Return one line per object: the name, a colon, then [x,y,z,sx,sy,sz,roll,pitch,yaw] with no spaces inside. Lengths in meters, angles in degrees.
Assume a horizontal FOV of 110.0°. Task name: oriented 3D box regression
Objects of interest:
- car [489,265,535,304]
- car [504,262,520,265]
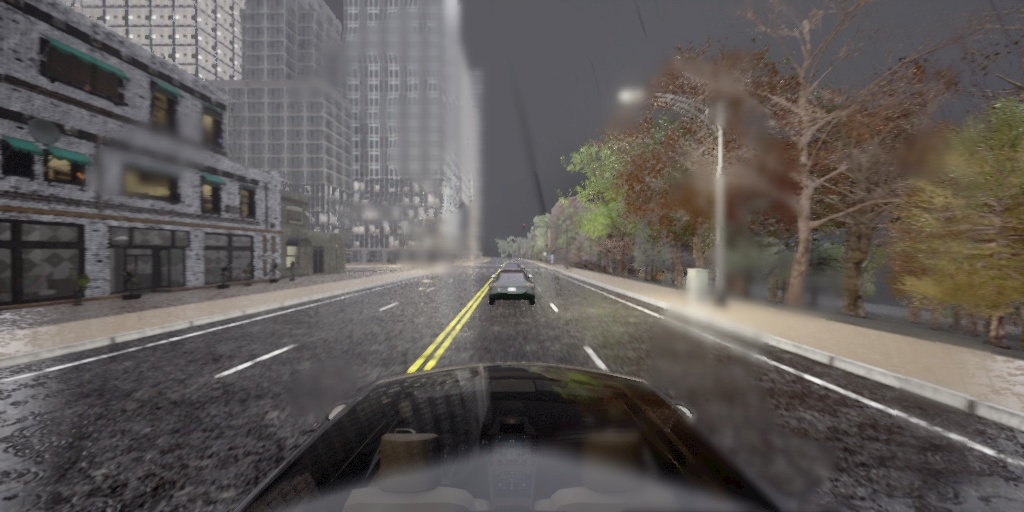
car: [-0.001,1.310,16.443,1.994,1.385,4.181,0,0,0]
car: [0.046,1.293,31.261,1.994,1.385,4.181,0,0,3]
